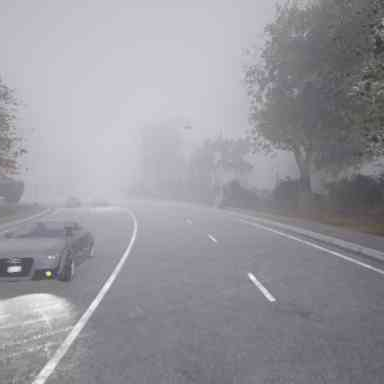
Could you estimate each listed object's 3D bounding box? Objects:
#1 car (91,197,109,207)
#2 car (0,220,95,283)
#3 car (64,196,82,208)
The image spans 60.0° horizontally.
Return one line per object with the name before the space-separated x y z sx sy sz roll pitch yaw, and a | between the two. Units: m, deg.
car | -12.712 1.316 45.974 1.895 1.301 4.718 -2 1 -23
car | -4.062 1.496 9.332 1.994 1.385 4.181 -1 1 -4
car | -15.949 1.350 44.641 1.837 1.490 4.892 -2 1 -23
